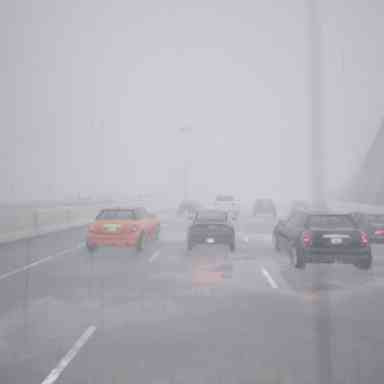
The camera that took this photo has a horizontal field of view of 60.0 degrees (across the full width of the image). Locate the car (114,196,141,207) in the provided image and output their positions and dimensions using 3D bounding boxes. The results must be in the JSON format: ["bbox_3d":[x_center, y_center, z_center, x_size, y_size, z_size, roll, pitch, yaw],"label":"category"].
[{"bbox_3d":[-9.958,1.451,51.747,1.882,1.535,5.008,0,0,17],"label":"car"}]

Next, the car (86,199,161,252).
[{"bbox_3d":[-2.668,1.345,13.981,2.097,1.767,4.553,0,0,5],"label":"car"}]

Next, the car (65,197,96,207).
[{"bbox_3d":[-17.263,1.504,51.784,2.033,1.411,5.357,0,0,16],"label":"car"}]

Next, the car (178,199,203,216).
[{"bbox_3d":[-0.068,1.502,32.500,1.837,1.490,4.892,0,0,11],"label":"car"}]

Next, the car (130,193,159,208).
[{"bbox_3d":[-6.988,1.205,49.460,2.150,2.045,5.566,0,0,16],"label":"car"}]

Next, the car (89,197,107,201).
[{"bbox_3d":[-13.750,1.470,51.203,1.837,1.490,4.892,0,0,16],"label":"car"}]

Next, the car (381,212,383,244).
[{"bbox_3d":[7.907,1.564,14.929,2.033,1.411,5.357,0,0,6],"label":"car"}]

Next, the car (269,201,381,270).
[{"bbox_3d":[4.131,1.361,11.288,2.097,1.767,4.553,0,0,4],"label":"car"}]

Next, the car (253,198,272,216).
[{"bbox_3d":[7.190,1.366,33.074,2.097,1.767,4.553,0,0,11],"label":"car"}]

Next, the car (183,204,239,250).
[{"bbox_3d":[0.872,1.505,14.436,1.837,1.490,4.892,0,0,5],"label":"car"}]

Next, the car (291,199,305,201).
[{"bbox_3d":[11.257,1.501,35.331,1.882,1.535,5.008,0,0,13],"label":"car"}]

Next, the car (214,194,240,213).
[{"bbox_3d":[3.421,1.227,32.216,2.150,2.045,5.566,0,0,11],"label":"car"}]
